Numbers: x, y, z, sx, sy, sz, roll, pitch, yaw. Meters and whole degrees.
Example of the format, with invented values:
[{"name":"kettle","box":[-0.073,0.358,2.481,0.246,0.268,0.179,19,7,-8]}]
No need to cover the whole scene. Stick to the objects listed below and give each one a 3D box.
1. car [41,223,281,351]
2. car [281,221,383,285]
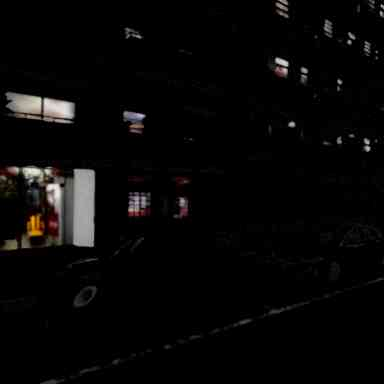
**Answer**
[{"name":"car","box":[-0.545,1.439,6.155,4.097,1.590,1.967,0,1,-35]},{"name":"car","box":[4.062,1.547,9.445,4.403,1.369,2.008,0,1,-35]}]
